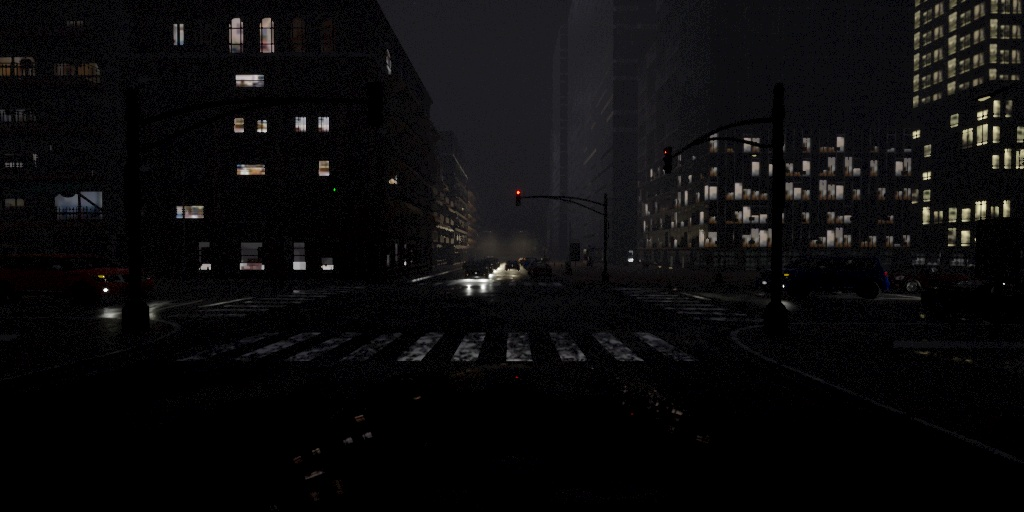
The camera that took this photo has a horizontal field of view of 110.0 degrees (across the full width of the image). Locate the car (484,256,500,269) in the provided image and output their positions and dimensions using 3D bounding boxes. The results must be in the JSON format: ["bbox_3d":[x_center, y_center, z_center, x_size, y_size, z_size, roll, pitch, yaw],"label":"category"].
[{"bbox_3d":[-3.127,1.054,50.808,2.097,1.767,4.553,0,0,0],"label":"car"}]

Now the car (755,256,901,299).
[{"bbox_3d":[15.548,1.019,18.118,5.566,2.045,2.150,0,1,1],"label":"car"}]

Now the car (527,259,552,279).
[{"bbox_3d":[2.630,1.272,32.495,1.888,1.381,4.507,0,0,0],"label":"car"}]

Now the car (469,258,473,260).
[{"bbox_3d":[-5.732,1.270,49.393,1.948,1.339,4.313,0,0,0],"label":"car"}]

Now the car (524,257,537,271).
[{"bbox_3d":[2.626,1.159,38.141,1.967,1.591,4.097,0,0,0],"label":"car"}]

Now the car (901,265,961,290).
[{"bbox_3d":[23.357,1.230,20.753,4.097,1.591,1.967,0,0,1],"label":"car"}]

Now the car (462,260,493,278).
[{"bbox_3d":[-3.117,1.290,32.834,1.994,1.385,4.181,0,0,0],"label":"car"}]

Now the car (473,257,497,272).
[{"bbox_3d":[-3.132,1.220,41.572,1.837,1.490,4.892,0,0,0],"label":"car"}]

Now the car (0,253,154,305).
[{"bbox_3d":[-18.852,0.911,15.359,5.566,2.045,2.150,0,1,1],"label":"car"}]

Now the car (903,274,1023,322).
[{"bbox_3d":[16.706,1.445,12.200,4.403,1.370,2.007,0,0,1],"label":"car"}]

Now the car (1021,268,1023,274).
[{"bbox_3d":[25.746,1.336,17.990,4.902,1.511,2.128,0,1,1],"label":"car"}]

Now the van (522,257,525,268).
[{"bbox_3d":[2.616,1.045,49.433,1.690,1.789,3.998,0,0,0],"label":"van"}]

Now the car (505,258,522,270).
[{"bbox_3d":[0.058,1.265,51.070,1.994,1.385,4.181,0,0,0],"label":"car"}]
